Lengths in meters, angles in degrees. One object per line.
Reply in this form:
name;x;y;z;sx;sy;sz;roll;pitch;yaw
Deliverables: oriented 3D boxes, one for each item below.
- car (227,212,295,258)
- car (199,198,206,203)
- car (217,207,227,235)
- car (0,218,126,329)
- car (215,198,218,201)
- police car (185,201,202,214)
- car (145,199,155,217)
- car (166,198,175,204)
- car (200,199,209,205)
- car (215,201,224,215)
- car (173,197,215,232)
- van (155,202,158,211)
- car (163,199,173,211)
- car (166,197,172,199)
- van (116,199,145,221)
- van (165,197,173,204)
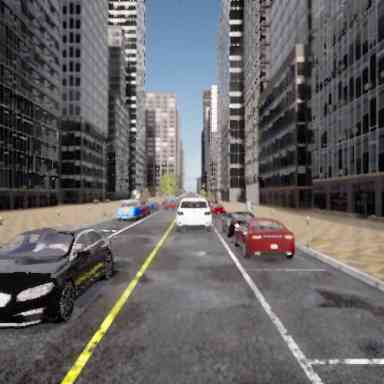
car;2.702;1.676;13.165;1.887;1.381;4.507;0;-1;0
car;2.779;2.428;92.519;1.802;1.307;4.206;0;0;0
car;2.708;1.752;18.833;1.947;1.339;4.313;0;-1;0
car;-3.094;1.565;7.370;2.128;1.511;4.902;0;-1;0
car;2.735;1.765;47.175;2.192;1.841;5.009;0;-1;0
police car;0.141;1.908;41.873;2.038;1.542;4.974;0;0;0
car;-5.656;1.662;35.848;2.192;1.841;5.009;0;-1;0
car;-5.607;2.366;86.858;1.947;1.339;4.313;0;0;0
car;2.762;2.246;75.513;1.887;1.381;4.507;0;-1;0
car;2.724;1.929;35.837;1.802;1.307;4.206;0;-1;0
car;0.122;1.441;22.103;2.150;2.045;5.566;0;0;0
van;-5.651;1.740;41.516;1.690;1.788;3.998;0;-1;0
car;-3.040;2.055;47.750;1.895;1.301;4.718;0;-1;0
car;-5.618;2.267;75.521;1.947;1.339;4.313;0;-1;0
van;-5.662;1.635;30.180;1.690;1.788;3.998;0;-1;0
van;-5.613;2.093;81.191;1.690;1.788;3.998;0;-1;0
